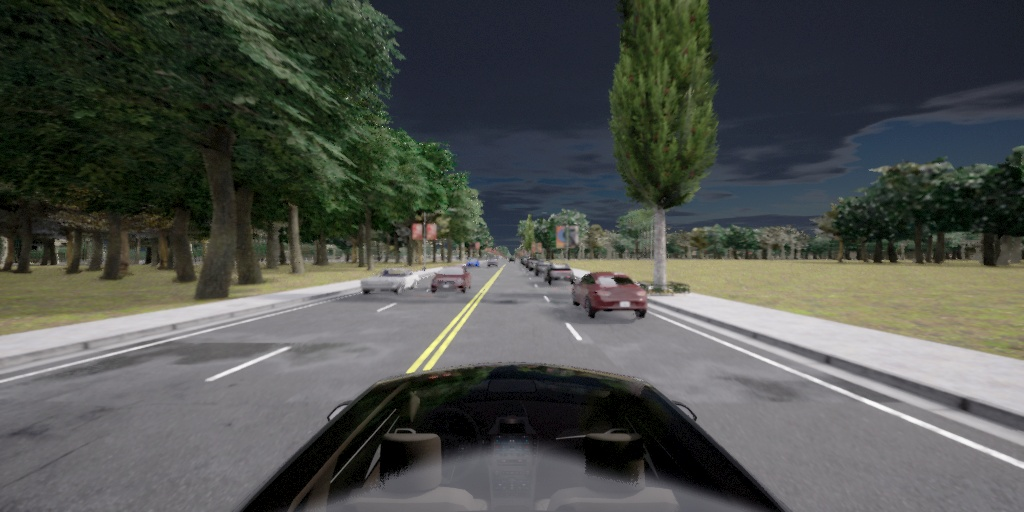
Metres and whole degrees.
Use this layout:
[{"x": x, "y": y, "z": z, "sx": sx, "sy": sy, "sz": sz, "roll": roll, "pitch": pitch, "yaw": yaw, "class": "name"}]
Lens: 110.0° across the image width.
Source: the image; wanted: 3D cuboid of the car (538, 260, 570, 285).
[{"x": 3.346, "y": 1.244, "z": 26.295, "sx": 2.128, "sy": 1.511, "sz": 4.902, "roll": 0, "pitch": 0, "yaw": 0, "class": "car"}]

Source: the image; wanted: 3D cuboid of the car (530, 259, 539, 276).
[{"x": 3.247, "y": 1.244, "z": 36.477, "sx": 2.128, "sy": 1.511, "sz": 4.902, "roll": 0, "pitch": 0, "yaw": 0, "class": "car"}]

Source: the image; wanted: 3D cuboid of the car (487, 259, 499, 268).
[{"x": -3.282, "y": 1.303, "z": 61.606, "sx": 2.033, "sy": 1.411, "sz": 5.357, "roll": 0, "pitch": 0, "yaw": 1, "class": "car"}]

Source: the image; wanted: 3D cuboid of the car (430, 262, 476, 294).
[{"x": -3.343, "y": 1.277, "z": 20.461, "sx": 1.812, "sy": 1.442, "sz": 4.674, "roll": 0, "pitch": 0, "yaw": 0, "class": "car"}]

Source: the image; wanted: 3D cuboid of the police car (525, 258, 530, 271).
[{"x": 3.247, "y": 1.259, "z": 47.478, "sx": 2.038, "sy": 1.542, "sz": 4.974, "roll": 0, "pitch": 0, "yaw": 0, "class": "police car"}]

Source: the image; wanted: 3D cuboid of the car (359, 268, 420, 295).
[{"x": -6.601, "y": 1.351, "z": 19.791, "sx": 1.895, "sy": 1.301, "sz": 4.718, "roll": 0, "pitch": 0, "yaw": 0, "class": "car"}]

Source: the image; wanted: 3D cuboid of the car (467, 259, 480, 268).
[{"x": -6.541, "y": 1.232, "z": 60.967, "sx": 1.882, "sy": 1.535, "sz": 5.008, "roll": 0, "pitch": 0, "yaw": 1, "class": "car"}]

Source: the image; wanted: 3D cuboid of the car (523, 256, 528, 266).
[{"x": 3.245, "y": 1.184, "z": 58.477, "sx": 2.033, "sy": 1.649, "sz": 4.856, "roll": 0, "pitch": 0, "yaw": 0, "class": "car"}]

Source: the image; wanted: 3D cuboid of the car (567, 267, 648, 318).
[{"x": 3.355, "y": 1.277, "z": 12.909, "sx": 1.812, "sy": 1.442, "sz": 4.674, "roll": 0, "pitch": 0, "yaw": 0, "class": "car"}]
